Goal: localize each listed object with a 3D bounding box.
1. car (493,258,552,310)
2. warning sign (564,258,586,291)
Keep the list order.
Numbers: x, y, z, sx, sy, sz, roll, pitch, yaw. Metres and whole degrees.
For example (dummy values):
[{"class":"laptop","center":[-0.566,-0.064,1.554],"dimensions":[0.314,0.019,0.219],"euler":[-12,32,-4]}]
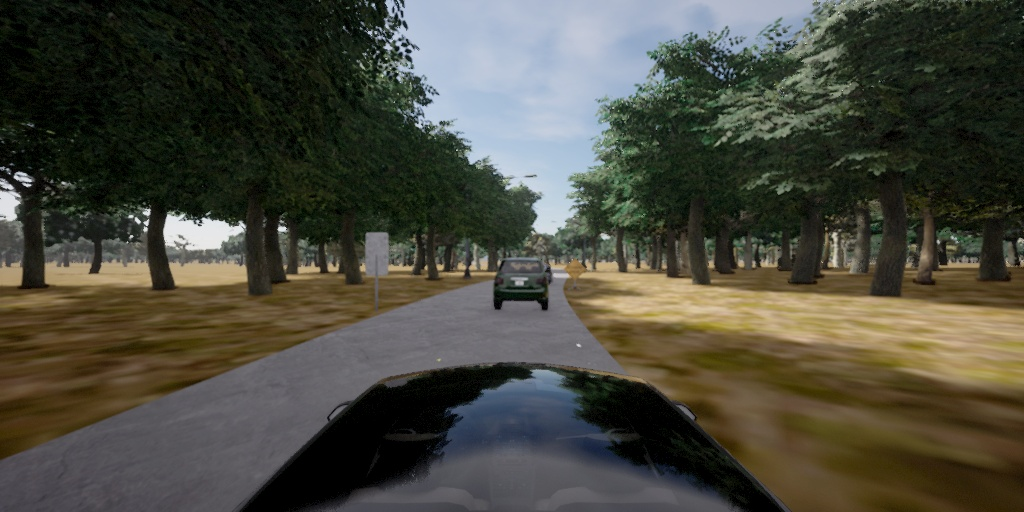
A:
[{"class":"car","center":[0.494,1.100,15.681],"dimensions":[2.150,2.045,5.566],"euler":[0,0,5]},{"class":"warning sign","center":[3.700,1.064,21.156],"dimensions":[1.300,1.860,1.060],"euler":[0,0,7]}]
